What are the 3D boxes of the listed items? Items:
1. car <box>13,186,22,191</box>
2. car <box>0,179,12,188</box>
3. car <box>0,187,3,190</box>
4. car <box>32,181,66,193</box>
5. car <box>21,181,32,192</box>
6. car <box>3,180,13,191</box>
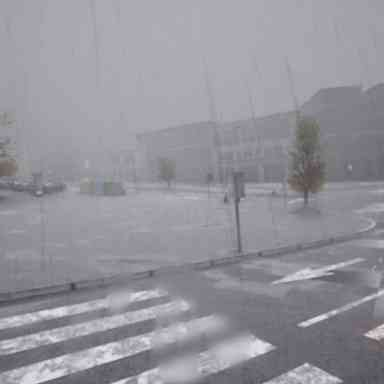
[{"bbox_3d":[-25.698,-0.945,53.406,2.002,1.452,4.674,0,6,16],"label":"car"},{"bbox_3d":[-35.408,-1.428,60.105,2.231,1.521,4.892,0,6,14],"label":"car"},{"bbox_3d":[-30.536,-1.335,56.753,2.185,1.767,4.553,0,6,15],"label":"car"},{"bbox_3d":[-20.935,-0.708,49.890,2.163,1.488,4.792,1,6,17],"label":"car"},{"bbox_3d":[-23.298,-0.865,51.677,2.231,1.521,4.892,1,6,17],"label":"car"},{"bbox_3d":[-28.098,-1.102,55.115,2.097,1.535,5.008,0,6,16],"label":"car"}]
